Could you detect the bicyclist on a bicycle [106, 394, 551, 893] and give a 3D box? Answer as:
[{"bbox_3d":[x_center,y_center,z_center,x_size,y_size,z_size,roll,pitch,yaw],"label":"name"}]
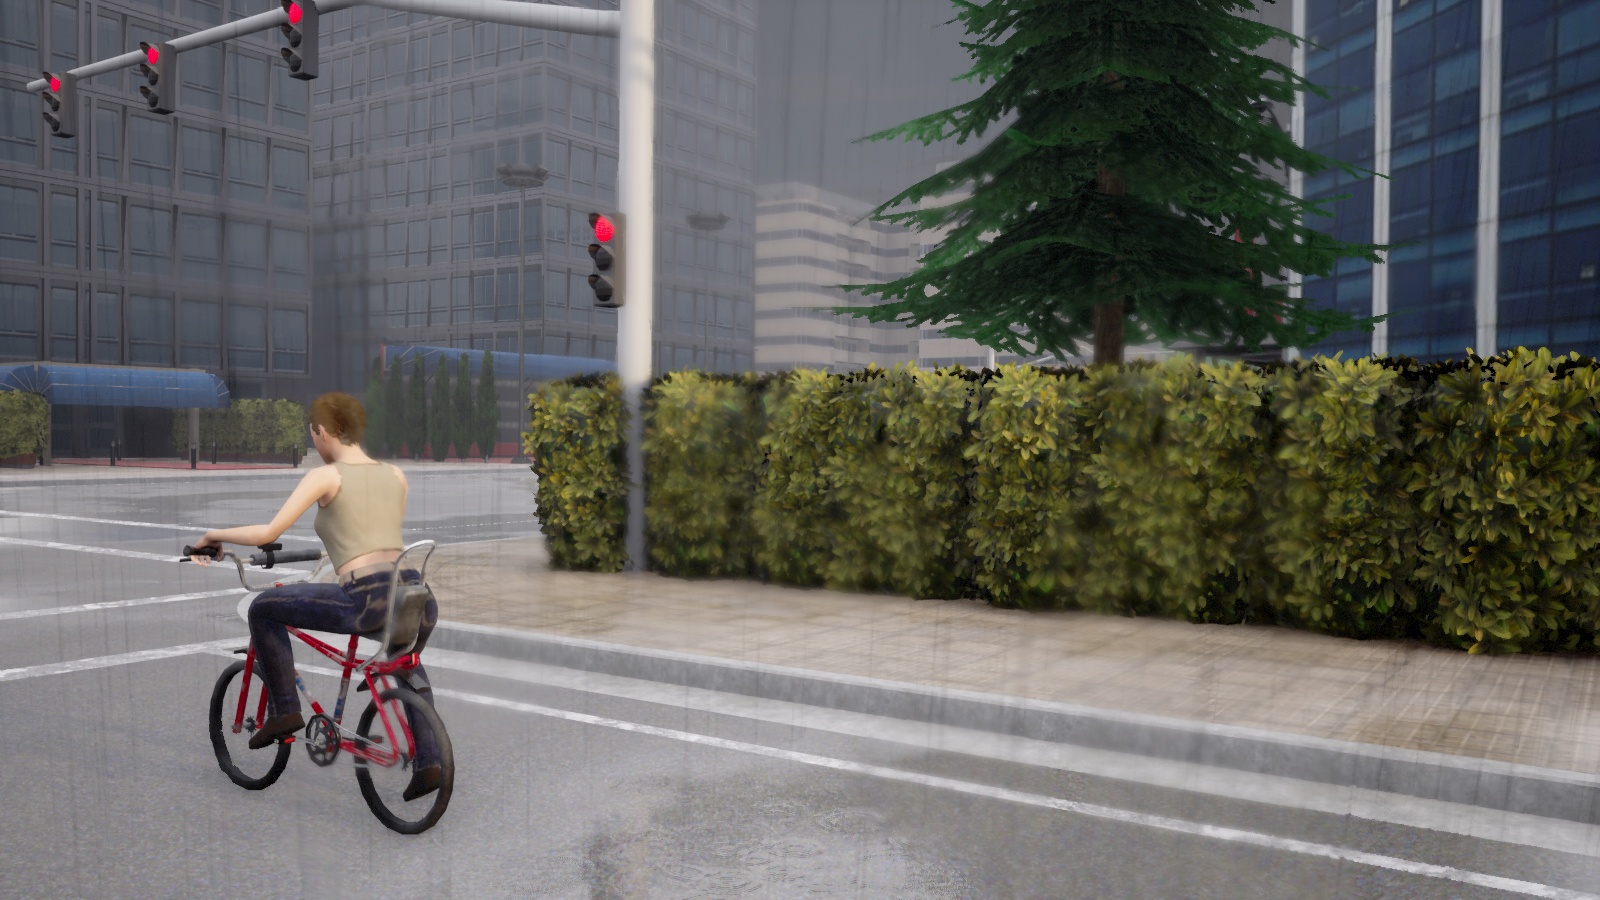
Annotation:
[{"bbox_3d":[-1.824,0.618,4.828,1.509,1.612,0.866,0,1,34],"label":"bicyclist on a bicycle"}]
